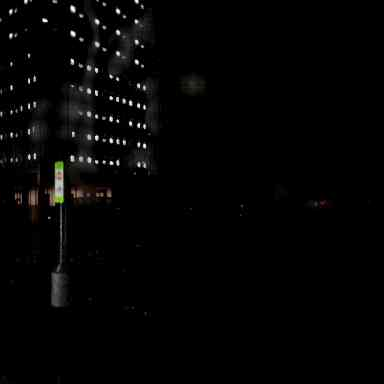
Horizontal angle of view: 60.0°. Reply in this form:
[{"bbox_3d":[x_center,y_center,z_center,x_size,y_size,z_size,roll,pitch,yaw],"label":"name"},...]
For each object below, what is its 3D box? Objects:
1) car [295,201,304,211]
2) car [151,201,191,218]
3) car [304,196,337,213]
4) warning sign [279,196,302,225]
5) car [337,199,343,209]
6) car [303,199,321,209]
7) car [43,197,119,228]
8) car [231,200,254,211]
[{"bbox_3d":[14.118,1.899,44.697,1.895,1.301,4.718,0,-1,33],"label":"car"},{"bbox_3d":[-1.943,1.714,32.696,1.837,1.490,4.892,0,0,35],"label":"car"},{"bbox_3d":[16.400,1.501,42.254,2.150,2.045,5.566,0,-1,34],"label":"car"},{"bbox_3d":[6.804,1.250,22.976,1.300,1.860,1.060,0,0,34],"label":"warning sign"},{"bbox_3d":[21.914,1.816,51.071,1.882,1.535,5.008,0,0,31],"label":"car"},{"bbox_3d":[19.136,1.878,52.758,1.812,1.442,4.674,0,0,31],"label":"car"},{"bbox_3d":[-7.813,1.365,24.113,2.150,2.045,5.566,0,-1,34],"label":"car"},{"bbox_3d":[7.128,1.789,46.085,1.882,1.535,5.008,0,-1,34],"label":"car"}]
